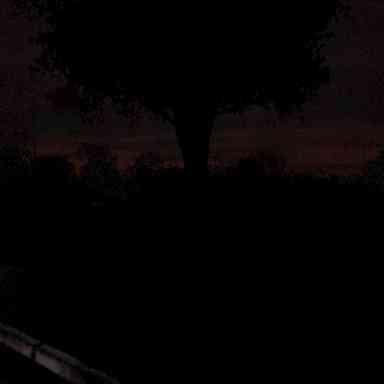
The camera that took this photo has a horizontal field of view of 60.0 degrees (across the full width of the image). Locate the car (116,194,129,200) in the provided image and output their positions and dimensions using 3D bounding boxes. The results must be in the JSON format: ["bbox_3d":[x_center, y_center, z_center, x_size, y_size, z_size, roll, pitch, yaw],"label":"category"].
[{"bbox_3d":[-13.311,1.161,59.031,2.097,1.767,4.553,0,0,34],"label":"car"}]
